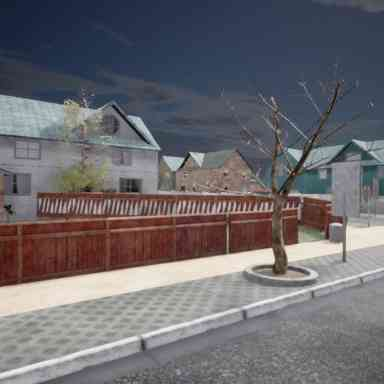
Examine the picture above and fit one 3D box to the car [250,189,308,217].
[{"bbox_3d":[6.806,0.841,26.589,2.150,2.045,5.566,1,1,-36],"label":"car"}]
